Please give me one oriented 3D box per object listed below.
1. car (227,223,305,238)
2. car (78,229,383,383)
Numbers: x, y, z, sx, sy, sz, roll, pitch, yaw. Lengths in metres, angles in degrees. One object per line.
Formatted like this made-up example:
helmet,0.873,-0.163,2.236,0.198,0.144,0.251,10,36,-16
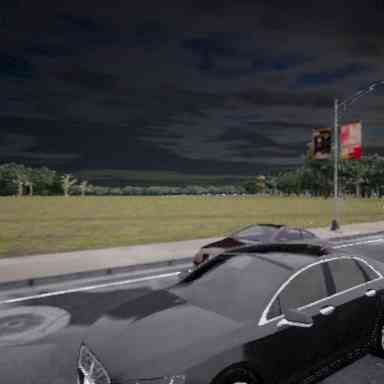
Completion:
car,2.095,1.589,9.175,4.181,1.385,1.994,0,0,-36
car,1.036,1.517,4.425,4.892,1.490,1.837,0,0,-36
